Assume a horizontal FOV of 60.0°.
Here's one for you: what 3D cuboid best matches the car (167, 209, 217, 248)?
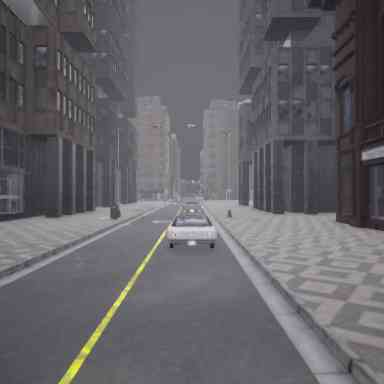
[{"bbox_3d":[-0.001,1.624,14.681,1.895,1.301,4.718,0,0,0],"label":"car"}]

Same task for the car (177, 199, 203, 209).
[{"bbox_3d":[-0.001,1.590,29.653,2.033,1.411,5.357,0,0,0],"label":"car"}]

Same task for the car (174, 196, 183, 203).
[{"bbox_3d":[-3.001,1.630,75.924,2.128,1.511,4.902,0,0,0],"label":"car"}]
